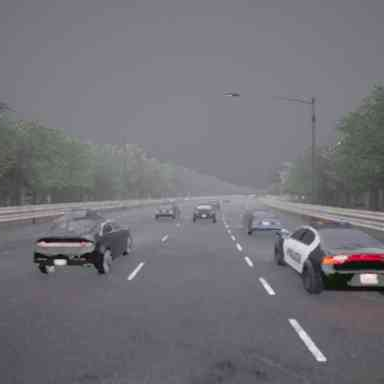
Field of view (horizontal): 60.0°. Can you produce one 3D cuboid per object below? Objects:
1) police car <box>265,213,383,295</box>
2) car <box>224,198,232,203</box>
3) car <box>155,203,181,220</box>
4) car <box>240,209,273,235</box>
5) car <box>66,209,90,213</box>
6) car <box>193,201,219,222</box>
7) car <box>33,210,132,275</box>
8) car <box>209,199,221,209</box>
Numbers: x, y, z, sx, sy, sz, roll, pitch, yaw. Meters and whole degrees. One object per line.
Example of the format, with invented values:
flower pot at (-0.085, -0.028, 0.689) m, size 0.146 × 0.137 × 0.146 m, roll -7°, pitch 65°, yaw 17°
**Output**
police car at (3.601, 1.576, 9.080) m, size 2.038 × 1.542 × 4.974 m, roll 0°, pitch 0°, yaw 1°
car at (9.396, 2.255, 86.496) m, size 1.895 × 1.301 × 4.718 m, roll 0°, pitch 0°, yaw 12°
car at (-2.189, 1.755, 30.849) m, size 2.033 × 1.411 × 5.357 m, roll 0°, pitch 0°, yaw 4°
car at (3.997, 1.691, 19.747) m, size 2.033 × 1.411 × 5.357 m, roll 0°, pitch 0°, yaw 3°
car at (-6.396, 1.681, 19.366) m, size 1.994 × 1.385 × 4.181 m, roll 0°, pitch 0°, yaw 3°
car at (1.127, 1.723, 28.378) m, size 1.812 × 1.442 × 4.674 m, roll 0°, pitch 0°, yaw 4°
car at (-3.223, 1.556, 10.706) m, size 2.128 × 1.511 × 4.902 m, roll 0°, pitch 0°, yaw 1°
car at (3.208, 1.851, 49.457) m, size 2.128 × 1.511 × 4.902 m, roll 0°, pitch 0°, yaw 7°
